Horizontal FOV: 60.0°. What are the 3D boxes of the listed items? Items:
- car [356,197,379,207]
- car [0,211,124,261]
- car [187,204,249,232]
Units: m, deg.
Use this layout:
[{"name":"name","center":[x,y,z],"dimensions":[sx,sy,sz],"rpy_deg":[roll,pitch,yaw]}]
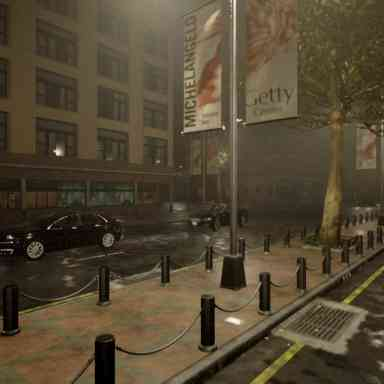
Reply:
[{"name":"car","center":[26.351,1.504,50.431],"dimensions":[1.837,1.490,4.892],"rpy_deg":[0,0,41]},{"name":"car","center":[-4.861,1.505,12.552],"dimensions":[1.837,1.490,4.892],"rpy_deg":[0,0,40]},{"name":"car","center":[1.705,1.492,20.468],"dimensions":[2.128,1.511,4.902],"rpy_deg":[0,0,40]}]
